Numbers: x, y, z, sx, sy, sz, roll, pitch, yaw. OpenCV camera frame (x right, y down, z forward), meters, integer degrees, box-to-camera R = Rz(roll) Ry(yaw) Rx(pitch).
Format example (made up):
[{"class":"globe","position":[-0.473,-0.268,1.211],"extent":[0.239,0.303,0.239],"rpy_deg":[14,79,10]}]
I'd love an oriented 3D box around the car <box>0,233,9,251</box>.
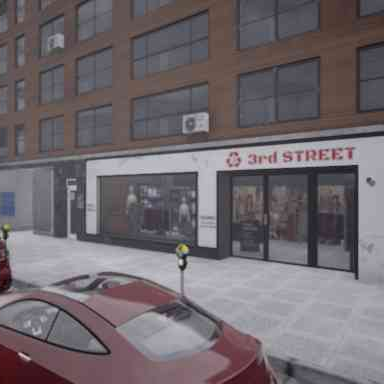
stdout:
[{"class":"car","position":[-5.693,1.304,6.858],"extent":[5.009,1.841,2.192],"rpy_deg":[0,0,35]}]

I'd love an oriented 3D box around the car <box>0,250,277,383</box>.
[{"class":"car","position":[-1.196,1.578,3.659],"extent":[4.206,1.307,1.802],"rpy_deg":[0,0,35]}]
